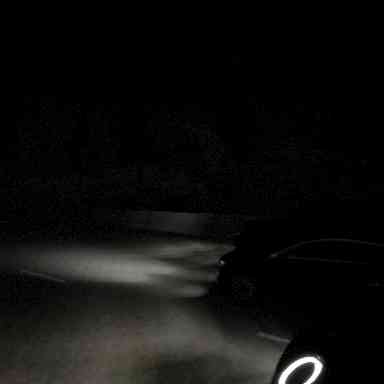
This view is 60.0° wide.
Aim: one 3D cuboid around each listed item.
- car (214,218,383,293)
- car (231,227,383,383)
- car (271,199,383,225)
[{"bbox_3d":[2.745,1.490,6.335,4.902,1.511,2.128,0,0,36],"label":"car"},{"bbox_3d":[2.773,1.353,2.015,4.553,1.767,2.097,0,0,36],"label":"car"},{"bbox_3d":[3.994,1.219,9.744,5.566,2.045,2.150,0,0,36],"label":"car"}]
